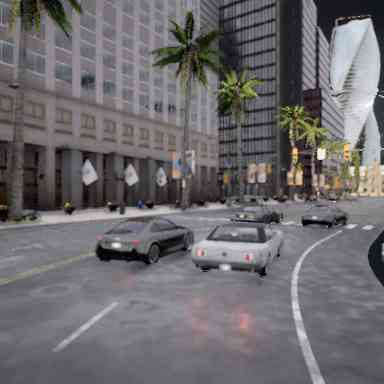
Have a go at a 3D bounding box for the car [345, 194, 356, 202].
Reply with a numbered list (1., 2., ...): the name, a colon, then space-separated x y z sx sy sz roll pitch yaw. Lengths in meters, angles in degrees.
1. car: 36.254 1.486 76.040 1.994 1.385 4.181 0 0 34

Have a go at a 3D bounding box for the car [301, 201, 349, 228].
1. car: 8.911 1.546 22.151 1.994 1.385 4.181 0 0 40

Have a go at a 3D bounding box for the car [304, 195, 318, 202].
1. car: 26.178 1.452 73.042 2.161 1.482 4.786 0 0 33

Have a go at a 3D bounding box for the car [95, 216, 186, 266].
1. car: -1.482 1.557 11.791 1.994 1.385 4.181 0 0 23

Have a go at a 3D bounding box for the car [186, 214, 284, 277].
1. car: 1.667 1.593 10.371 1.895 1.301 4.718 0 0 22

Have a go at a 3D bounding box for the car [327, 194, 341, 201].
1. car: 33.326 1.473 77.958 2.033 1.411 5.357 0 0 34

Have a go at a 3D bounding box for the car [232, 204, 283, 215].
1. car: 4.467 1.530 22.394 2.033 1.411 5.357 0 0 35
